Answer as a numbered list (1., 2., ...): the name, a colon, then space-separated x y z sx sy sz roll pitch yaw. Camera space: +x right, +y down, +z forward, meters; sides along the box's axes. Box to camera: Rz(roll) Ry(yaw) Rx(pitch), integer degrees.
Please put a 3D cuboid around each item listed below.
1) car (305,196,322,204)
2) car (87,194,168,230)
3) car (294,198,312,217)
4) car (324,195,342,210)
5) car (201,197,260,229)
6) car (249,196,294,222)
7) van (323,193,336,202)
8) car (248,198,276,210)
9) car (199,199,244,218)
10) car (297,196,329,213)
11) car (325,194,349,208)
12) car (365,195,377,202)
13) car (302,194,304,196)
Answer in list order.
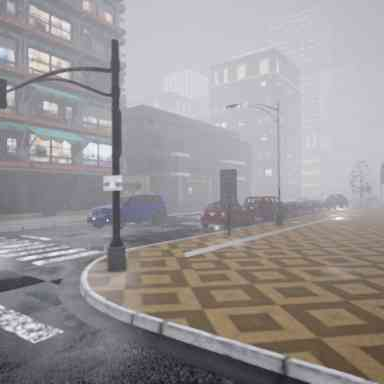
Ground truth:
1. car: 22.449 1.419 61.418 1.752 1.417 4.829 -1 0 36
2. car: -3.965 1.190 21.427 2.150 2.045 5.566 -1 0 38
3. car: 8.969 1.459 29.871 1.802 1.307 4.206 -1 0 36
4. car: 15.609 1.404 38.873 2.008 1.369 4.403 -1 0 36
5. car: 2.327 1.341 20.870 1.967 1.590 4.097 -1 0 36
6. car: 5.646 1.204 25.372 2.192 1.841 5.009 -1 0 36
7. van: 29.189 1.209 70.556 1.690 1.788 3.998 -1 0 36
8. car: 9.167 1.469 43.414 1.752 1.417 4.829 -1 0 36
9. car: 2.793 1.446 30.620 1.837 1.490 4.892 -1 1 37
10. car: 12.289 1.410 34.372 1.887 1.381 4.507 -1 0 36
11. car: 18.928 1.156 43.375 2.192 1.841 5.009 -1 0 36
12. car: 35.531 1.323 65.878 1.887 1.381 4.507 -1 0 36
13. car: 15.997 1.444 48.359 2.033 1.411 5.357 -1 0 37
